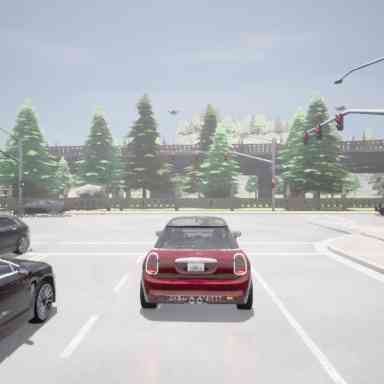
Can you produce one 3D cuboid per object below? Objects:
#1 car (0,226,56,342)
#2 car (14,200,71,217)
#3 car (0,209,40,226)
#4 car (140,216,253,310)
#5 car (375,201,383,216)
[{"bbox_3d":[-3.434,1.492,4.259,2.128,1.511,4.902,0,0,0],"label":"car"},{"bbox_3d":[-13.592,1.436,30.211,4.902,1.511,2.128,0,0,1],"label":"car"},{"bbox_3d":[-7.027,1.505,10.592,1.837,1.490,4.892,-1,0,2],"label":"car"},{"bbox_3d":[0.146,1.352,8.010,2.097,1.767,4.553,0,0,2],"label":"car"},{"bbox_3d":[19.465,1.166,29.714,5.566,2.045,2.150,0,0,1],"label":"car"}]
